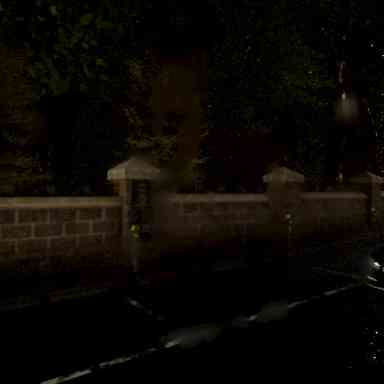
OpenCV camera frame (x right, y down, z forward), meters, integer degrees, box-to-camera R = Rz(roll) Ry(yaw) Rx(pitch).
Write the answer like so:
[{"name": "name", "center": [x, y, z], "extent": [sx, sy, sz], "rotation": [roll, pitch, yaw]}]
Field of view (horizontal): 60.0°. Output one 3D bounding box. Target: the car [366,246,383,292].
[{"name": "car", "center": [5.858, 1.428, 7.556], "extent": [4.902, 1.511, 2.128], "rotation": [-1, 0, -35]}]
